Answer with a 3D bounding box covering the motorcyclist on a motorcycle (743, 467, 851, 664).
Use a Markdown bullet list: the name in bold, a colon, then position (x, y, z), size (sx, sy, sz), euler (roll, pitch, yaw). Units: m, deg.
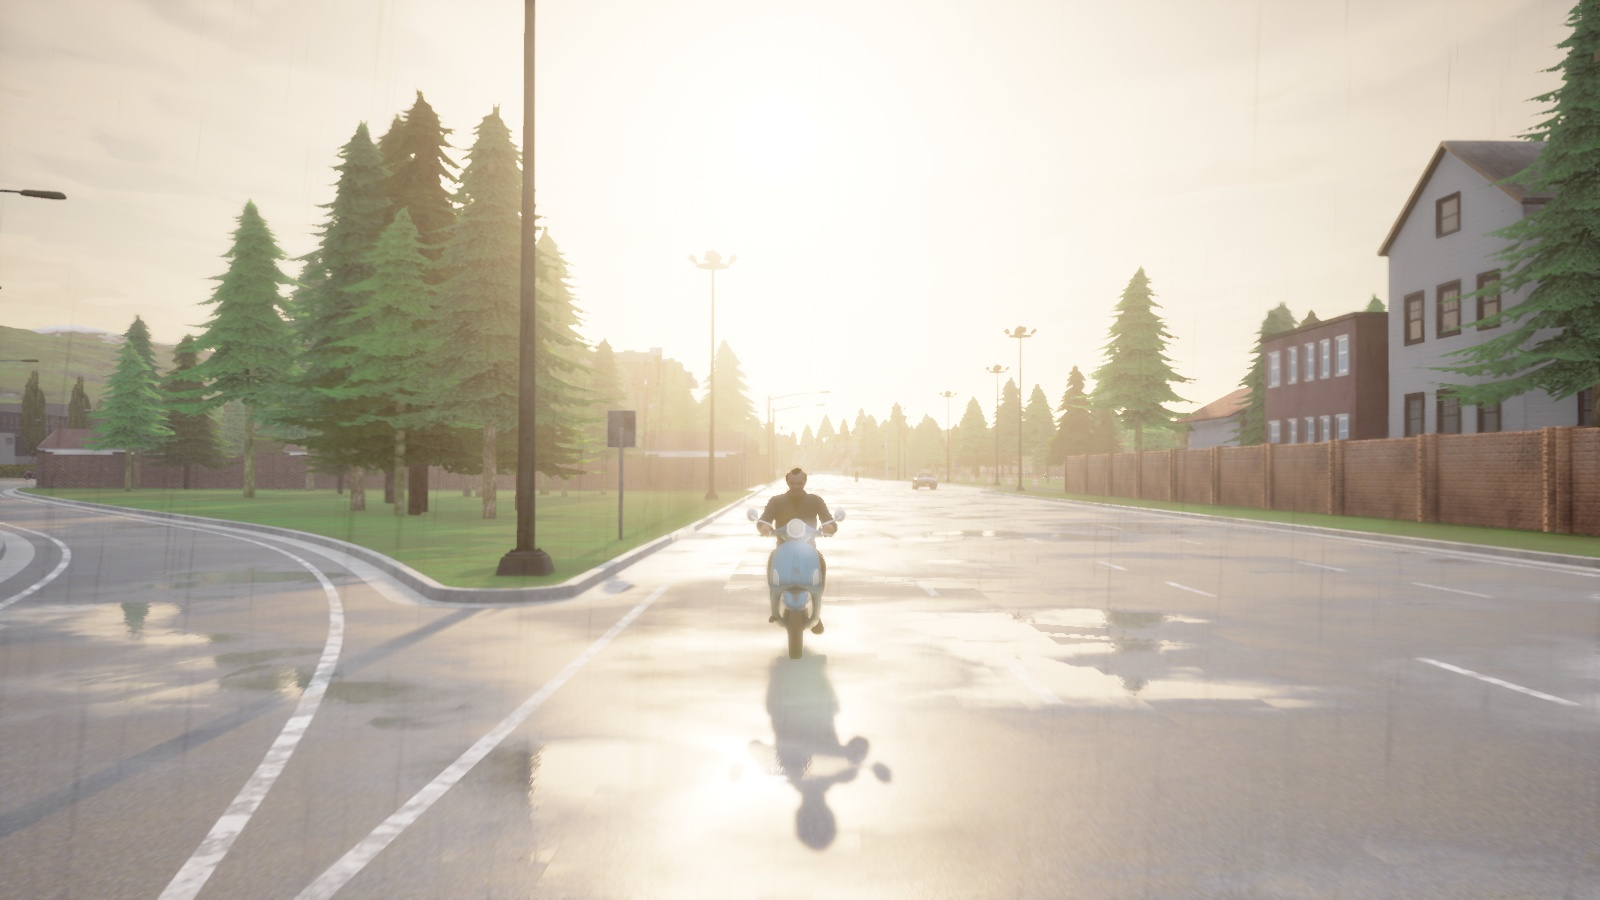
- **motorcyclist on a motorcycle**: position (-0.027, 0.947, 11.091), size (0.866, 1.590, 1.817), euler (0, -1, 0)
